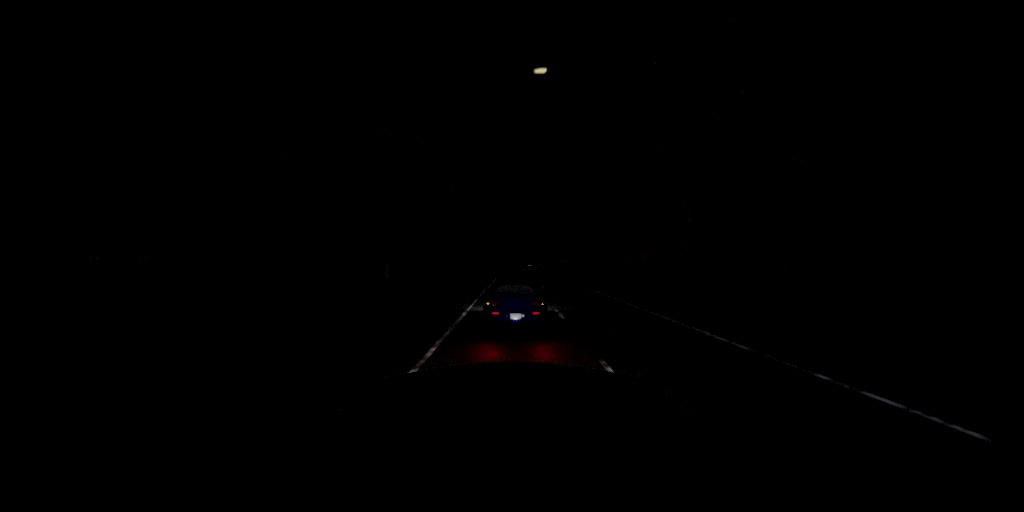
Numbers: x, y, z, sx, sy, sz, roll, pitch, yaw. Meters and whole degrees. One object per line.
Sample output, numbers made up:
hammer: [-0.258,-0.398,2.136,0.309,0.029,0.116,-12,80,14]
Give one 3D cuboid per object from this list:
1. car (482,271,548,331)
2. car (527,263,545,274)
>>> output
car: [0.085,1.382,11.371,1.812,1.442,4.674,0,-1,0]
car: [3.598,1.779,51.551,1.882,1.535,5.008,0,-1,0]
